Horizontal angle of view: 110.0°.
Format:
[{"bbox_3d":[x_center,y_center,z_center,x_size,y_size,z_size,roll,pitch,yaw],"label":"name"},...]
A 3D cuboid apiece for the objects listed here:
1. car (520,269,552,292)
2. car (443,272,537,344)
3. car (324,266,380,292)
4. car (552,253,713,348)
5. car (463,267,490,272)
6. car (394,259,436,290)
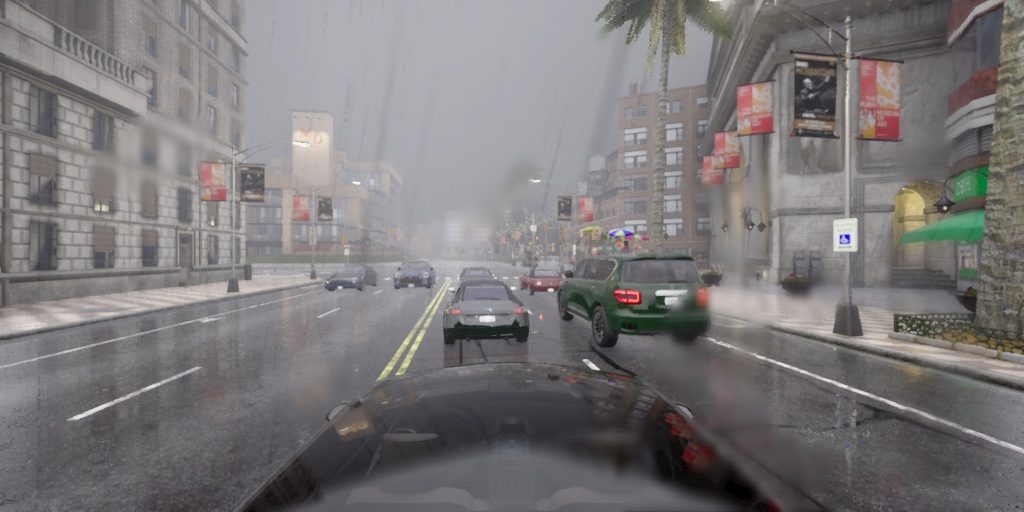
[{"bbox_3d":[1.579,1.343,19.380,1.895,1.301,4.718,0,0,-7],"label":"car"},{"bbox_3d":[-0.767,1.311,9.634,1.994,1.385,4.181,0,0,-7],"label":"car"},{"bbox_3d":[-9.409,1.289,21.603,2.033,1.411,5.357,0,0,-7],"label":"car"},{"bbox_3d":[2.788,0.966,9.503,2.150,2.045,5.566,0,0,-6],"label":"car"},{"bbox_3d":[-1.866,1.290,18.801,2.033,1.411,5.357,0,0,-7],"label":"car"},{"bbox_3d":[-6.002,1.091,22.546,2.097,1.767,4.553,0,0,-7],"label":"car"}]
